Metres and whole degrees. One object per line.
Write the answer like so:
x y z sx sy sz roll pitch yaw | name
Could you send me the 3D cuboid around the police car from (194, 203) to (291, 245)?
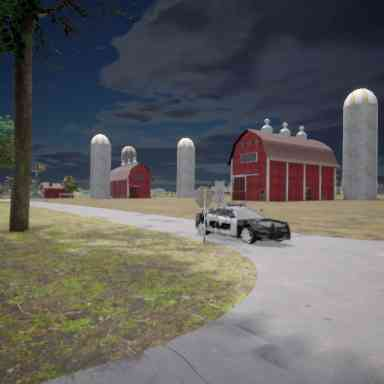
2.146 1.334 15.208 1.930 1.638 5.238 1 0 -34 | police car
